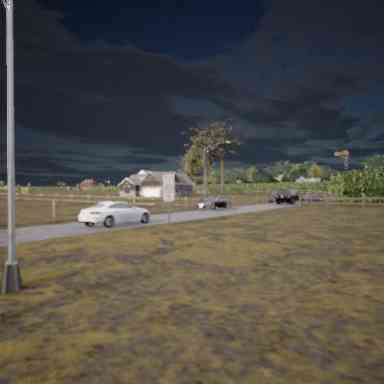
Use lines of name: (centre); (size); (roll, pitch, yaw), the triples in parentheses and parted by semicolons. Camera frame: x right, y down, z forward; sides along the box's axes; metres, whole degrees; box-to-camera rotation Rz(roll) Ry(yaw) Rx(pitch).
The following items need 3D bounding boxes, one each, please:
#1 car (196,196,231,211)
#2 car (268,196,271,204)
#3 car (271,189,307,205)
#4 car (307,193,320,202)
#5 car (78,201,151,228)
car: (2.262, 1.134, 34.220); (2.128, 1.511, 4.902); (-2, 0, 35)
car: (13.355, 0.775, 50.026); (2.150, 2.045, 5.566); (-2, 0, 35)
car: (13.111, 0.674, 44.778); (2.150, 2.045, 5.566); (-2, 0, 36)
car: (18.963, 0.904, 53.270); (2.033, 1.411, 5.357); (-2, 0, 35)
car: (-4.449, 1.239, 19.570); (1.812, 1.442, 4.674); (-2, 0, 35)
